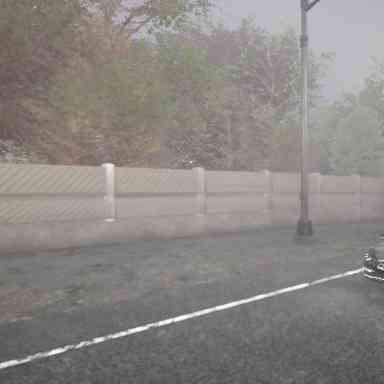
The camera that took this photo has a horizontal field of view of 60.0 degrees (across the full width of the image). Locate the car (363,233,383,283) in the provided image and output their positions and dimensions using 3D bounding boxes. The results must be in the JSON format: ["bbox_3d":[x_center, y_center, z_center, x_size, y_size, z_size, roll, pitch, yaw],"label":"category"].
[{"bbox_3d":[6.211,1.440,8.322,4.892,1.490,1.837,-1,0,-35],"label":"car"}]
